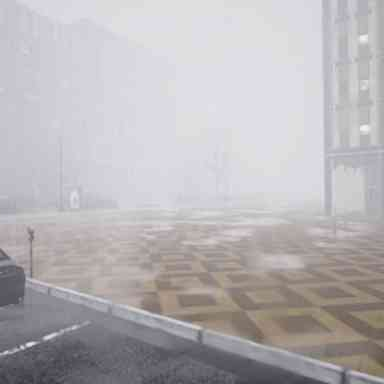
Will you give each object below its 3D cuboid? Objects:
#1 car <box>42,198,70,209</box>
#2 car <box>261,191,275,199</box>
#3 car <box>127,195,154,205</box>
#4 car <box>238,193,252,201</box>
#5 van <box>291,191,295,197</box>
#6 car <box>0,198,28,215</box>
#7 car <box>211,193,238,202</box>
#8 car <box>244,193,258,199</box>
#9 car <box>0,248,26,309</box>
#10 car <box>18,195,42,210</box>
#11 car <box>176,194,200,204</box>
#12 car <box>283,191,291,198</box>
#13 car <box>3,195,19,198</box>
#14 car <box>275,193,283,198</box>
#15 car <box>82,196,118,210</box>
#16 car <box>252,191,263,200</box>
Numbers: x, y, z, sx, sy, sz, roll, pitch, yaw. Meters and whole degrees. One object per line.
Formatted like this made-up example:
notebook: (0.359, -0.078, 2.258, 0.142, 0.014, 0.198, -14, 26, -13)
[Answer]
car: (-17.076, 1.411, 42.257, 1.887, 1.381, 4.507, 0, 0, 36)
car: (15.656, 0.737, 73.141, 2.192, 1.841, 5.009, -1, 0, 36)
car: (-7.743, 1.261, 50.718, 1.812, 1.442, 4.674, -1, 0, 36)
car: (9.171, 1.045, 64.190, 1.887, 1.381, 4.507, -1, 0, 36)
van: (25.388, 0.651, 86.568, 1.690, 1.788, 3.998, -1, 0, 36)
car: (-16.779, 1.410, 28.386, 1.802, 1.307, 4.206, -1, 0, 36)
car: (5.927, 1.090, 59.715, 2.008, 1.369, 4.403, -1, 0, 36)
car: (15.363, 1.036, 87.011, 1.947, 1.339, 4.313, -1, 0, 36)
car: (-5.027, 1.552, 6.637, 4.403, 1.369, 2.008, 0, -1, 36)
car: (-20.322, 1.224, 37.780, 2.192, 1.841, 5.009, 0, 0, 36)
car: (-0.562, 1.059, 50.763, 1.967, 1.590, 4.097, -1, 0, 36)
car: (22.147, 0.929, 82.093, 1.802, 1.307, 4.206, -1, 0, 36)
car: (-20.448, 1.404, 33.204, 1.837, 1.490, 4.892, -1, 0, 36)
car: (18.903, 0.935, 77.616, 2.008, 1.369, 4.403, -1, 0, 36)
car: (-10.293, 1.183, 37.337, 1.967, 1.590, 4.097, -1, 0, 36)
car: (12.415, 1.043, 68.666, 1.802, 1.307, 4.206, -1, 0, 36)
